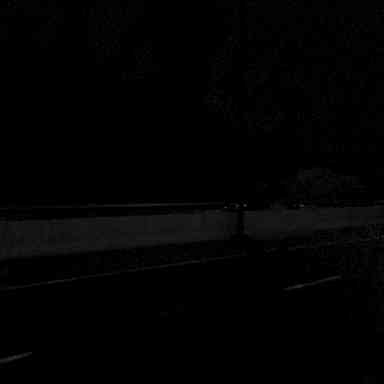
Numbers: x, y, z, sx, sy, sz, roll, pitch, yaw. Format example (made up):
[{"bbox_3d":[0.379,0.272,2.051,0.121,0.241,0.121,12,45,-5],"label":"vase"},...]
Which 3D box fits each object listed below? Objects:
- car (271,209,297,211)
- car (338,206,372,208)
[{"bbox_3d":[10.112,1.289,34.509,4.892,1.490,1.837,1,0,-27],"label":"car"},{"bbox_3d":[16.242,1.388,33.664,4.181,1.385,1.994,0,0,-26],"label":"car"}]
